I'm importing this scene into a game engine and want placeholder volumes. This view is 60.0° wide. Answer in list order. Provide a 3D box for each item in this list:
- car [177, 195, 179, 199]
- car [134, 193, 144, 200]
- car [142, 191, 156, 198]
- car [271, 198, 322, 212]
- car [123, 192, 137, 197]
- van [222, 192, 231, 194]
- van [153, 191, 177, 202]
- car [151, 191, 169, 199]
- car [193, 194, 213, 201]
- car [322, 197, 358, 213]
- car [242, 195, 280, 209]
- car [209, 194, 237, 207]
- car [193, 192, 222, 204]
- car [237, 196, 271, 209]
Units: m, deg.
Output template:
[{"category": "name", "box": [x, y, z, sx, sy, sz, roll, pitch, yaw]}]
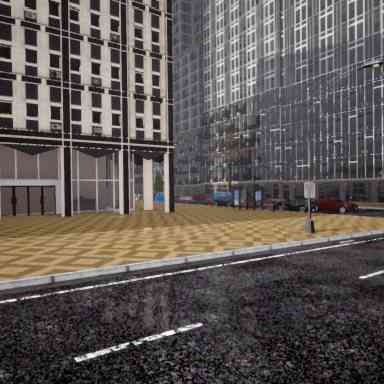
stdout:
[{"category": "car", "box": [-4.318, 0.936, 72.921, 1.802, 1.307, 4.206, 0, 1, -34]}, {"category": "car", "box": [-11.251, 1.039, 68.214, 2.008, 1.369, 4.403, 0, 1, -34]}, {"category": "car", "box": [-10.705, 0.686, 82.322, 1.967, 1.590, 4.097, 0, 1, -34]}, {"category": "car", "box": [10.994, 1.424, 35.229, 1.947, 1.339, 4.313, 0, 1, -34]}, {"category": "car", "box": [-17.091, 0.688, 91.727, 2.008, 1.369, 4.403, 0, 1, -34]}, {"category": "van", "box": [5.261, 0.855, 58.812, 1.690, 1.788, 3.998, 0, 1, -34]}, {"category": "van", "box": [-4.864, 0.937, 58.808, 1.690, 1.788, 3.998, 0, 1, -34]}, {"category": "car", "box": [-7.512, 0.615, 77.619, 2.192, 1.841, 5.009, 0, 1, -34]}, {"category": "car", "box": [2.068, 1.043, 63.517, 1.802, 1.307, 4.206, 0, 1, -34]}, {"category": "car", "box": [14.674, 1.315, 34.635, 1.882, 1.535, 5.008, -1, 1, -34]}, {"category": "car", "box": [8.859, 1.221, 43.201, 1.882, 1.535, 5.008, -1, 1, -34]}, {"category": "car", "box": [4.670, 1.319, 44.676, 1.947, 1.339, 4.313, 0, 1, -34]}, {"category": "car", "box": [2.055, 0.988, 53.215, 2.097, 1.767, 4.553, -1, 1, -35]}, {"category": "car", "box": [7.815, 1.388, 39.942, 1.802, 1.307, 4.206, 0, 1, -34]}]
